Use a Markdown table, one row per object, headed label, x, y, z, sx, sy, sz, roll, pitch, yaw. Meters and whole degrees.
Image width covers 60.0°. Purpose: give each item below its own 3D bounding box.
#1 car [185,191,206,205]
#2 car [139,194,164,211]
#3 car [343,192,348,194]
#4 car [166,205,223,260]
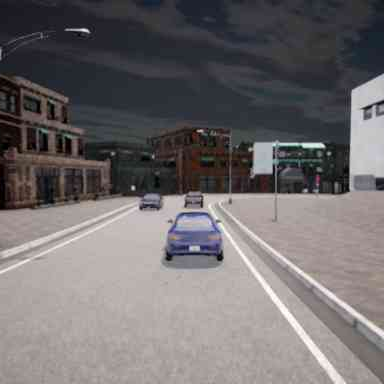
| label | x | y | z | sx | sy | sz | roll | pitch | yaw |
| --- | --- | --- | --- | --- | --- | --- | --- | --- | --- |
| car | 0.332 | 0.671 | 34.302 | 2.128 | 1.511 | 4.902 | 0 | 2 | 4 |
| car | -3.648 | 0.869 | 30.604 | 2.033 | 1.411 | 5.357 | 0 | 2 | 0 |
| car | 29.468 | 0.304 | 59.815 | 4.181 | 1.385 | 1.994 | 2 | 3 | 0 |
| car | 0.082 | 1.445 | 12.018 | 1.812 | 1.442 | 4.674 | 0 | 1 | 0 |
